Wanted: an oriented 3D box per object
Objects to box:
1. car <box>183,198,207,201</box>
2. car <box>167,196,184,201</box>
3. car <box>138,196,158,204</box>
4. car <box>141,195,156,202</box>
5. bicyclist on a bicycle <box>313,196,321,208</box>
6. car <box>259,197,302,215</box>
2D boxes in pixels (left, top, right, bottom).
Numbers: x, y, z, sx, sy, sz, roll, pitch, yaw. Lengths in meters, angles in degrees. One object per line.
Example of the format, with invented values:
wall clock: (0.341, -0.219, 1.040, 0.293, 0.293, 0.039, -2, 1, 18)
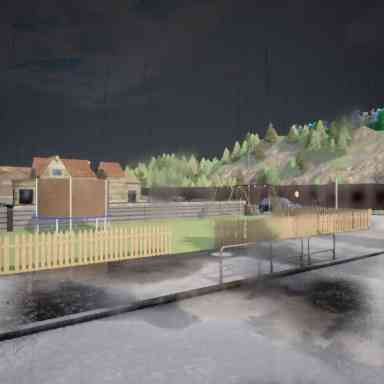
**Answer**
car: (1.257, 1.600, 45.175, 1.895, 1.301, 4.718, 0, 0, -36)
car: (-2.696, 1.505, 57.795, 1.837, 1.490, 4.892, 0, 0, -35)
car: (-8.812, 1.526, 66.230, 1.812, 1.442, 4.674, 0, 0, -36)
car: (-8.677, 1.381, 59.183, 2.097, 1.767, 4.553, 0, 0, -36)
bicyclist on a bicycle: (15.105, 1.349, 40.271, 1.656, 1.620, 0.582, 0, 0, -36)
car: (9.080, 1.352, 34.261, 2.097, 1.767, 4.553, 0, 0, -36)
